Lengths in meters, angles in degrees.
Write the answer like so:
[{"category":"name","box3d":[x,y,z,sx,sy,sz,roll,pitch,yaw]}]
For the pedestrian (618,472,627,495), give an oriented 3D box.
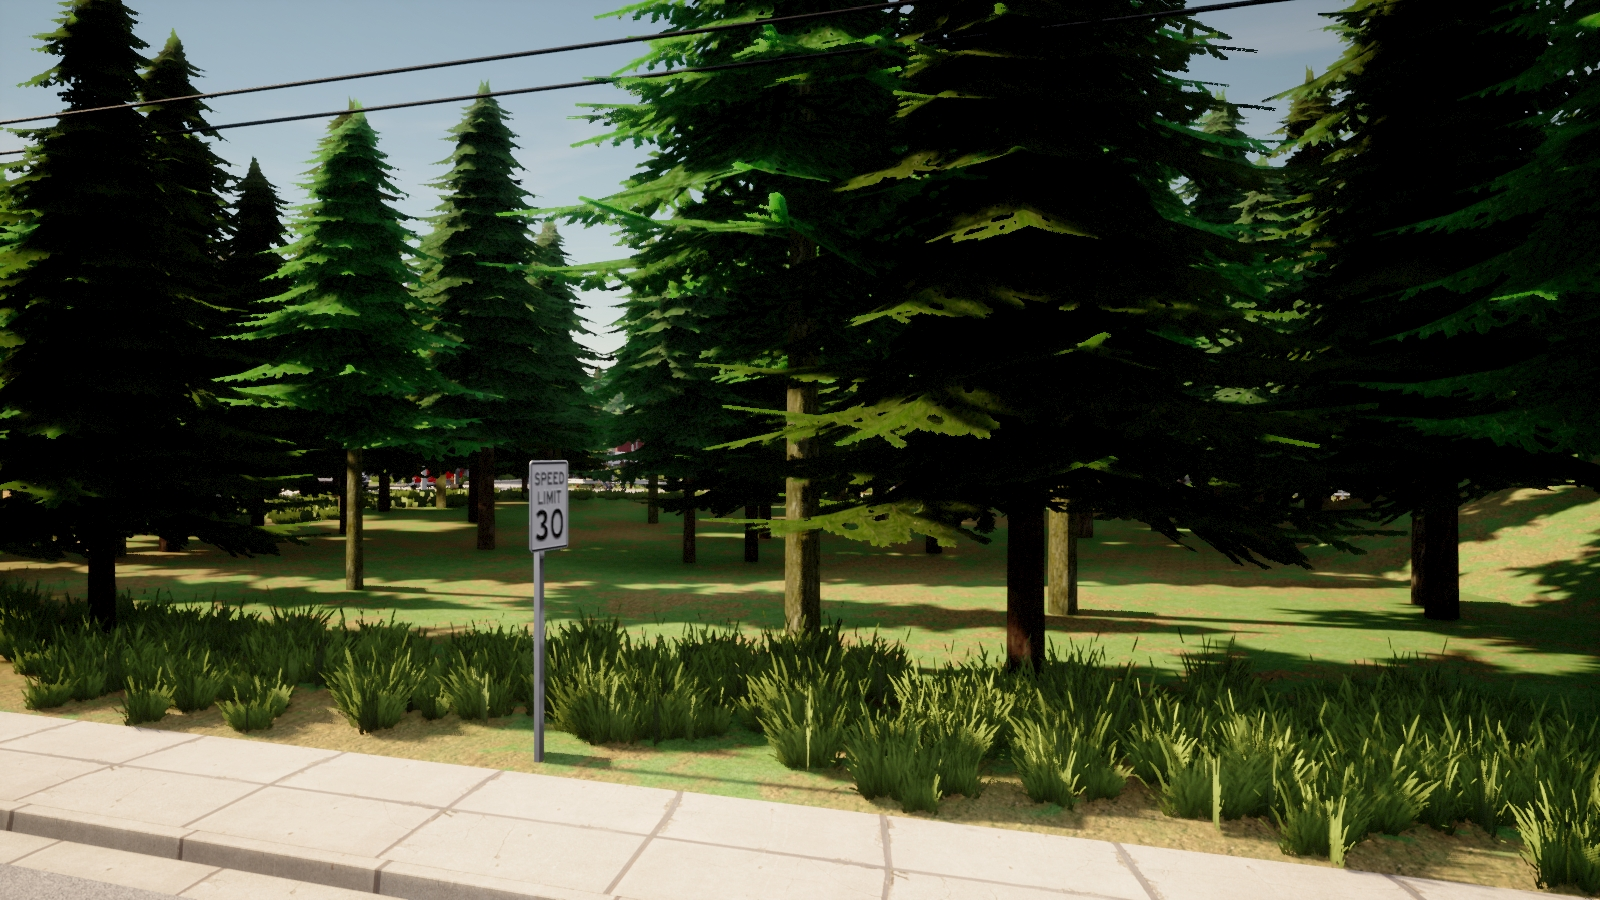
[{"category":"pedestrian","box3d":[-10.244,1.950,65.807,0.375,1.300,0.375,0,0,16]}]
